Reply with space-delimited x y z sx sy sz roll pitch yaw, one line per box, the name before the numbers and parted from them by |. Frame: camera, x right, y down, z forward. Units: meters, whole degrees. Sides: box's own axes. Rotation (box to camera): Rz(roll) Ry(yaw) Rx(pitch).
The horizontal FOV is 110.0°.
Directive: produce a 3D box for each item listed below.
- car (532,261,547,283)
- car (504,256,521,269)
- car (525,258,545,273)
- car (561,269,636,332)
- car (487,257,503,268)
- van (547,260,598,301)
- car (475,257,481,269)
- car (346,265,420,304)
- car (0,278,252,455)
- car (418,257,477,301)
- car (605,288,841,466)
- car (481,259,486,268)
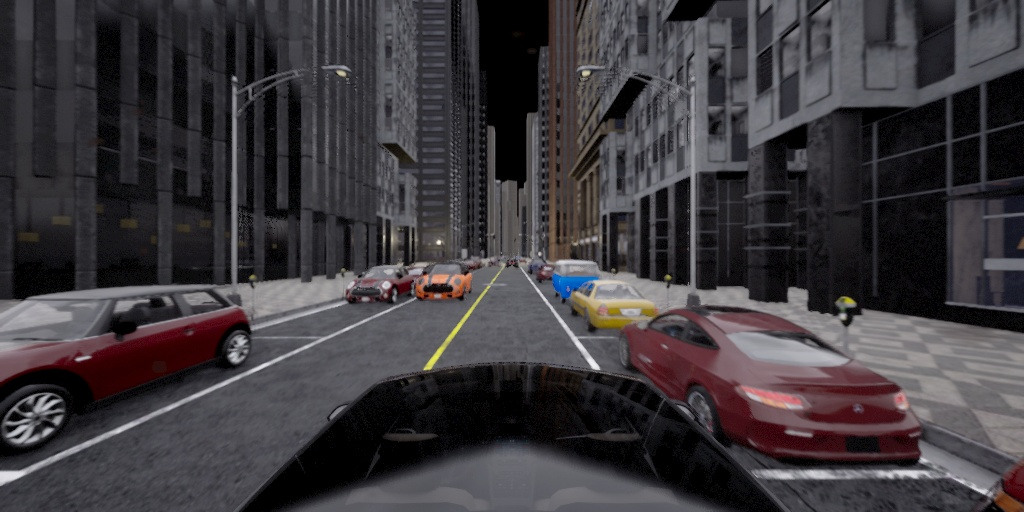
car | 2.760 1.306 27.307 1.802 1.307 4.207 0 0 0
car | -0.001 1.169 55.505 1.837 1.490 4.892 0 0 0
car | 2.996 1.062 41.708 2.097 1.767 4.553 0 0 0
car | 2.762 1.266 10.671 1.751 1.417 4.829 0 0 0
car | -3.054 1.260 60.807 1.994 1.385 4.181 0 0 1
van | 2.761 1.076 16.103 1.690 1.789 3.998 0 0 0
car | -5.767 1.249 49.697 1.888 1.381 4.507 0 0 0
car | -5.764 1.174 16.087 1.967 1.591 4.097 0 0 0
car | -5.763 1.186 4.884 1.967 1.591 4.097 0 0 0
car | -3.102 1.085 17.262 2.097 1.767 4.553 0 0 0
car | 2.763 1.329 4.899 1.802 1.307 4.207 0 0 0
car | -5.768 1.014 55.299 2.192 1.841 5.009 0 0 0
